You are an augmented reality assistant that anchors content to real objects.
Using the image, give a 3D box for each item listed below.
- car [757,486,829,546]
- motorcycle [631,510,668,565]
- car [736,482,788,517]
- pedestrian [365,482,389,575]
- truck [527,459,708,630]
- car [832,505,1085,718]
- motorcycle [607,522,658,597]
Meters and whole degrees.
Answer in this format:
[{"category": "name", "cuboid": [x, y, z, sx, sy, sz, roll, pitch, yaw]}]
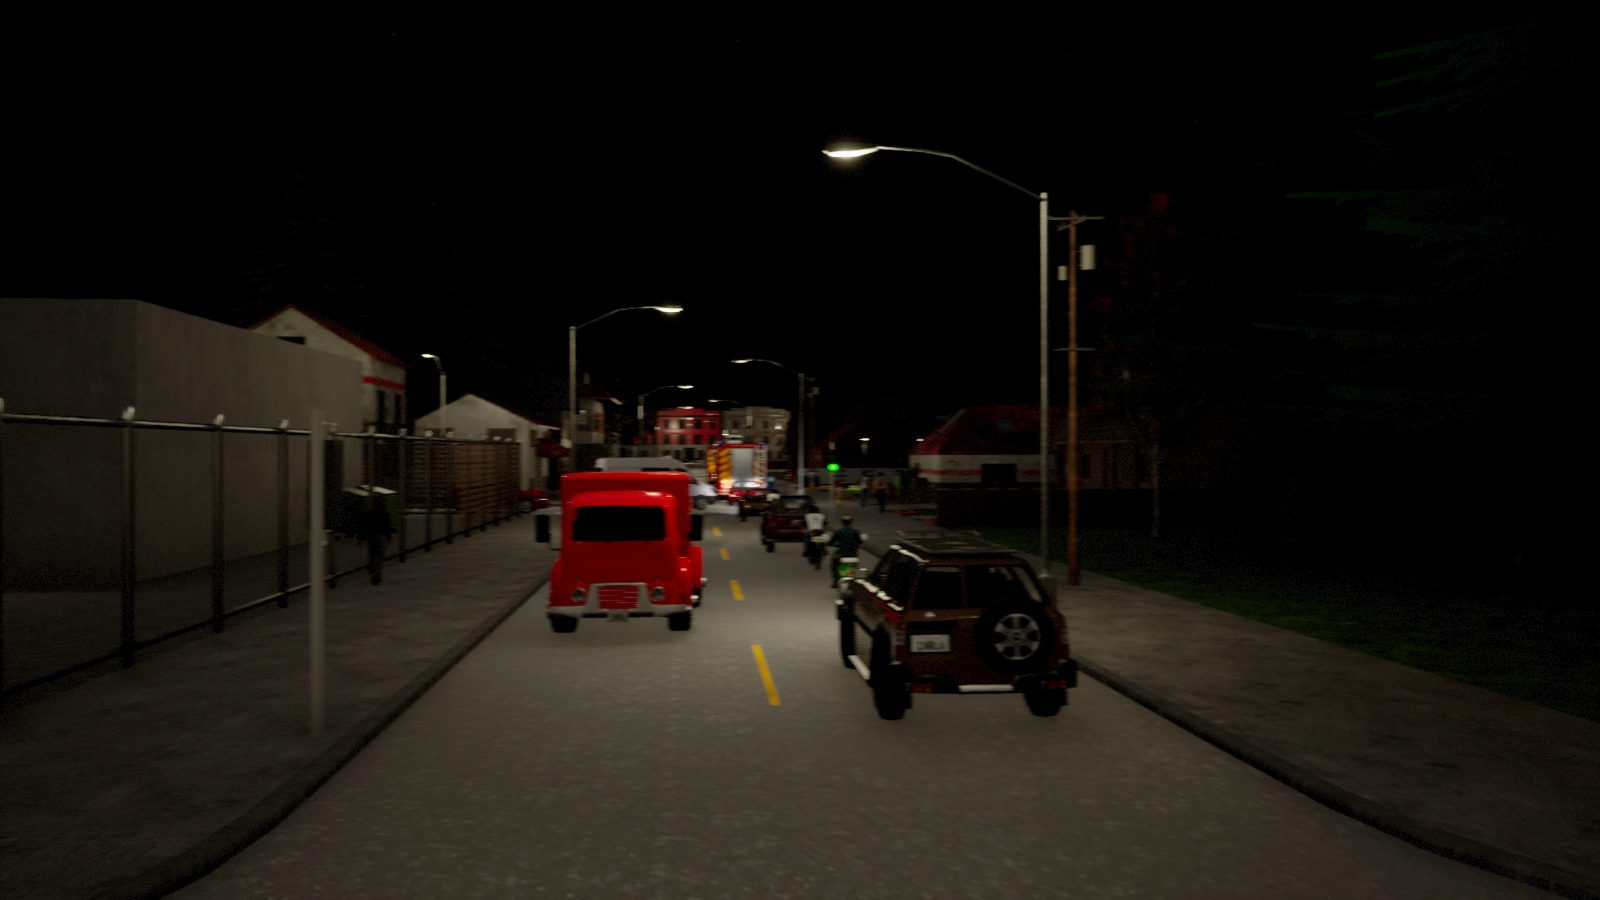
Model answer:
[{"category": "car", "cuboid": [-0.250, 1.879, 33.460, 1.789, 1.549, 3.705, 0, 0, -5]}, {"category": "motorcycle", "cuboid": [-3.558, 2.058, 27.168, 0.803, 1.145, 2.033, 0, 0, -6]}, {"category": "car", "cuboid": [-1.631, 2.042, 47.960, 1.895, 1.301, 4.718, 0, 0, -5]}, {"category": "pedestrian", "cuboid": [-8.612, 1.589, 23.268, 0.375, 1.860, 0.375, 0, 0, -5]}, {"category": "truck", "cuboid": [-2.912, 1.395, 19.365, 2.627, 2.467, 5.204, 0, 0, -5]}, {"category": "car", "cuboid": [1.618, 1.671, 13.421, 1.932, 1.855, 4.605, 0, 0, -5]}, {"category": "motorcycle", "cuboid": [-3.106, 2.014, 21.341, 0.856, 1.236, 1.805, 0, 0, -5]}]
